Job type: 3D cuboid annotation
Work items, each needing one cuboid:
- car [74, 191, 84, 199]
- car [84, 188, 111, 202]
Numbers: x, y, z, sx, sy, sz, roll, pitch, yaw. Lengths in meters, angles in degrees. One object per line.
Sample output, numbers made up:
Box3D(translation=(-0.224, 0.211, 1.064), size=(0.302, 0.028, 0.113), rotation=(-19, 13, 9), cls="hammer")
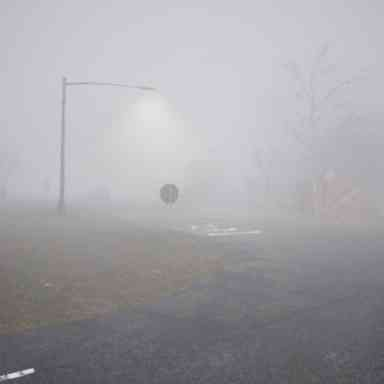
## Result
Box3D(translation=(-19.039, 0.524, 57.435), size=(1.994, 1.385, 4.181), rotation=(1, 0, -32), cls="car")
Box3D(translation=(-13.547, 0.373, 48.601), size=(2.150, 2.045, 5.566), rotation=(1, 1, -32), cls="car")
